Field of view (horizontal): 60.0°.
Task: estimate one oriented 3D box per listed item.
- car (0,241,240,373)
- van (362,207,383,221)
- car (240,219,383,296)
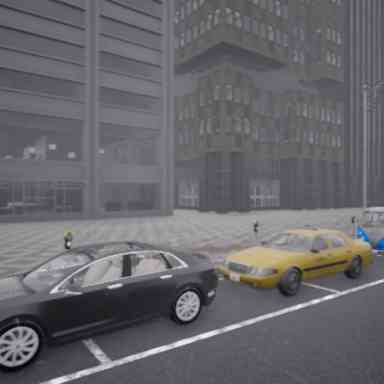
[{"bbox_3d":[-1.546,1.562,5.549,4.403,1.369,2.008,0,0,-36],"label":"car"},{"bbox_3d":[7.636,1.422,12.104,3.998,1.788,1.690,0,0,-36],"label":"van"},{"bbox_3d":[2.906,1.570,8.727,4.829,1.417,1.752,0,0,-36],"label":"car"}]
